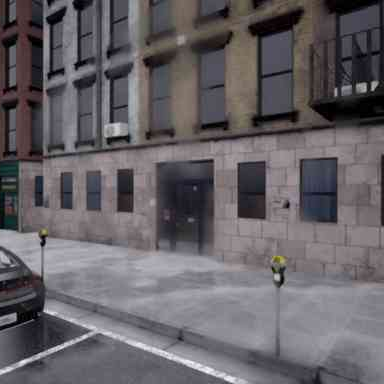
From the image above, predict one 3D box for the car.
[{"bbox_3d":[-4.360,1.549,5.910,4.403,1.369,2.008,0,0,35],"label":"car"}]
